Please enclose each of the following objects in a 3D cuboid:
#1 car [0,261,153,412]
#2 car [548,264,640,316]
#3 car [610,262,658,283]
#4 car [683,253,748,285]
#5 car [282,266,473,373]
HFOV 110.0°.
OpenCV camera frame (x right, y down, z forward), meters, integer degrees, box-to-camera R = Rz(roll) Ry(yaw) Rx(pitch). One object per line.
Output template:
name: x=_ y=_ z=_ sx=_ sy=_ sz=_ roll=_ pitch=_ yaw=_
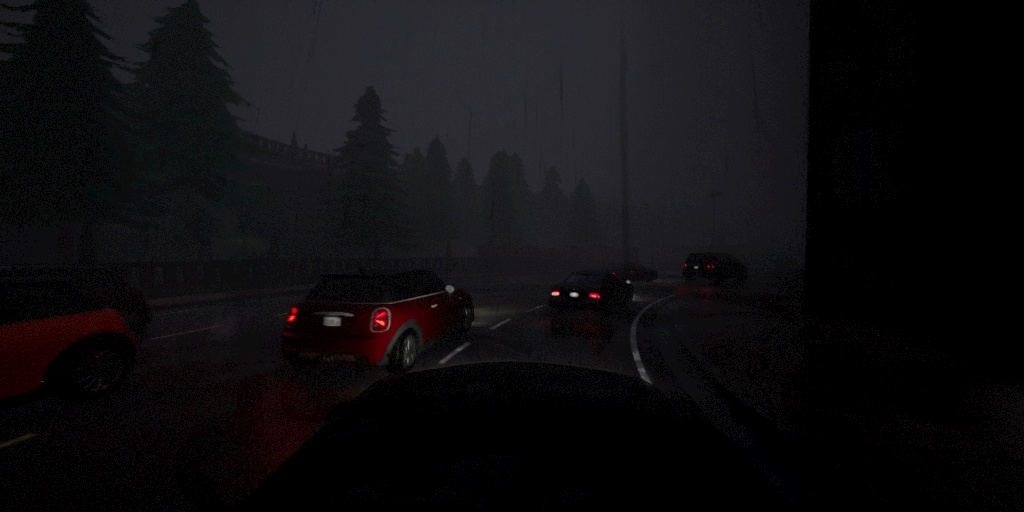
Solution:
car: x=-6.703 y=1.041 z=3.310 sx=2.097 sy=1.767 sz=4.553 roll=1 pitch=1 yaw=6
car: x=3.026 y=1.183 z=12.912 sx=2.033 sy=1.411 sz=5.357 roll=1 pitch=1 yaw=28
car: x=7.579 y=1.082 z=23.756 sx=5.357 sy=1.411 sz=2.033 roll=0 pitch=1 yaw=-40
car: x=13.675 y=0.791 z=24.079 sx=5.566 sy=2.045 sz=2.150 roll=0 pitch=1 yaw=-37
car: x=-2.381 y=1.016 z=7.665 sx=2.097 sy=1.767 sz=4.553 roll=1 pitch=1 yaw=11
